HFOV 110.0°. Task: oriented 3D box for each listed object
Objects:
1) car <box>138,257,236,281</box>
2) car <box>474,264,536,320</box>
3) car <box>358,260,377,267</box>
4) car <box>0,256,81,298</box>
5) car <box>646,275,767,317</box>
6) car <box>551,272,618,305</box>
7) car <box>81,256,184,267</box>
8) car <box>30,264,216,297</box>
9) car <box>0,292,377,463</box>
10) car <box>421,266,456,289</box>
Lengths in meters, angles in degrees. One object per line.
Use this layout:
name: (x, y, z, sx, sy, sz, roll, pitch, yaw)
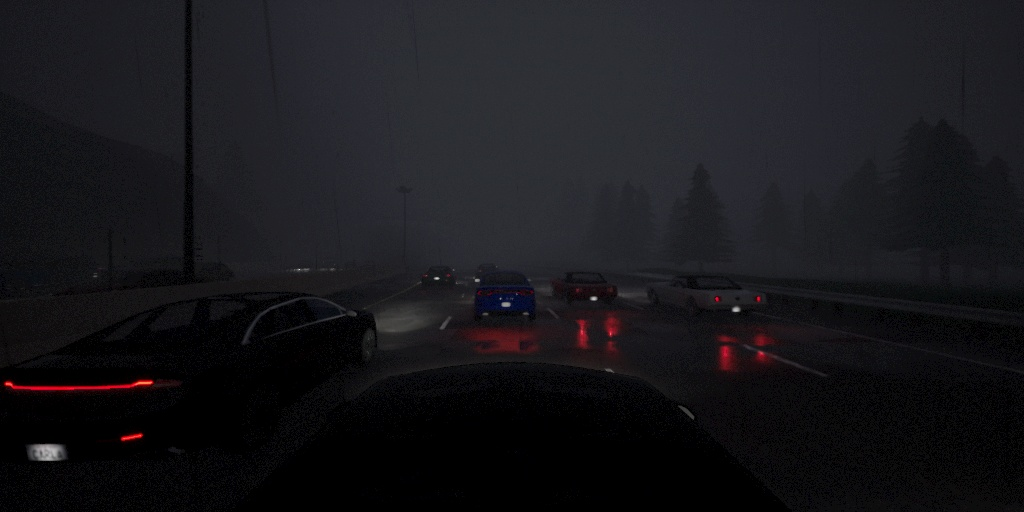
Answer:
car: (-18.774, 1.136, 21.257, 2.097, 1.767, 4.553, 0, 0, -6)
car: (-0.307, 1.228, 12.671, 1.882, 1.535, 5.008, 0, 0, -3)
car: (-21.712, 1.315, 54.621, 1.812, 1.442, 4.674, 0, 0, -15)
car: (-25.569, 1.017, 19.239, 2.150, 2.045, 5.566, 0, 0, -6)
car: (6.690, 1.339, 13.109, 1.895, 1.301, 4.718, 0, 0, -3)
car: (2.996, 1.346, 16.004, 1.895, 1.301, 4.718, 0, 0, -4)
car: (-22.365, 1.012, 22.201, 2.150, 2.045, 5.566, 0, 0, -7)
car: (-14.615, 1.254, 14.061, 1.882, 1.535, 5.008, 0, 0, -4)
car: (-3.508, 1.248, 5.097, 2.128, 1.511, 4.902, 0, 0, -1)
car: (-4.753, 1.323, 23.604, 1.994, 1.385, 4.181, 0, 0, -6)
